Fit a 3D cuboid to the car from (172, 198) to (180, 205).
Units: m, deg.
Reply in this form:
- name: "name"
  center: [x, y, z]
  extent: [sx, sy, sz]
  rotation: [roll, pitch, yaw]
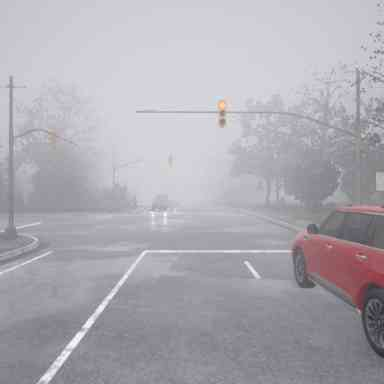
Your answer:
- name: "car"
  center: [-4.012, 2.110, 69.897]
  extent: [2.033, 1.411, 5.357]
  rotation: [0, -1, -14]

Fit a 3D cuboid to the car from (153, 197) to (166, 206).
- name: "car"
  center: [-6.221, 1.766, 62.547]
  extent: [2.097, 1.767, 4.553]
  rotation: [0, -1, -10]

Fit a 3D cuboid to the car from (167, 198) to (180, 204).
- name: "car"
  center: [-4.636, 2.314, 83.215]
  extent: [1.882, 1.535, 5.008]
  rotation: [0, -1, -22]

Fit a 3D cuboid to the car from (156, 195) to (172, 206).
- name: "car"
  center: [-4.800, 1.423, 52.362]
  extent: [2.150, 2.045, 5.566]
  rotation: [0, -1, -7]

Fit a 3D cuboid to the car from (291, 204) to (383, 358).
- name: "car"
  center: [3.591, 1.221, 6.091]
  extent: [2.150, 2.045, 5.566]
  rotation: [0, 0, 0]

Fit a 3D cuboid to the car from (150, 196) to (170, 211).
- name: "car"
  center: [-4.018, 1.560, 41.142]
  extent: [1.837, 1.490, 4.892]
  rotation: [0, -1, -3]
